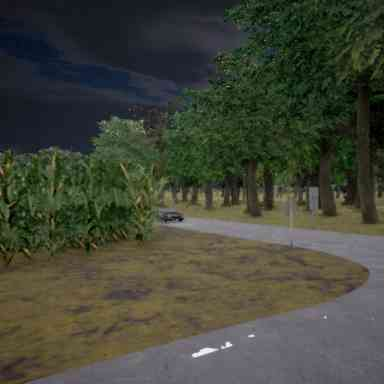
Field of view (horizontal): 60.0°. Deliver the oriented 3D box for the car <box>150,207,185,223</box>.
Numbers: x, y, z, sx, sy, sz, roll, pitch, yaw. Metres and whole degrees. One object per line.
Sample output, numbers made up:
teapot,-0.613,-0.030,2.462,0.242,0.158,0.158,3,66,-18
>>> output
car,-2.680,2.258,33.138,2.033,1.411,5.357,-1,-1,-29
